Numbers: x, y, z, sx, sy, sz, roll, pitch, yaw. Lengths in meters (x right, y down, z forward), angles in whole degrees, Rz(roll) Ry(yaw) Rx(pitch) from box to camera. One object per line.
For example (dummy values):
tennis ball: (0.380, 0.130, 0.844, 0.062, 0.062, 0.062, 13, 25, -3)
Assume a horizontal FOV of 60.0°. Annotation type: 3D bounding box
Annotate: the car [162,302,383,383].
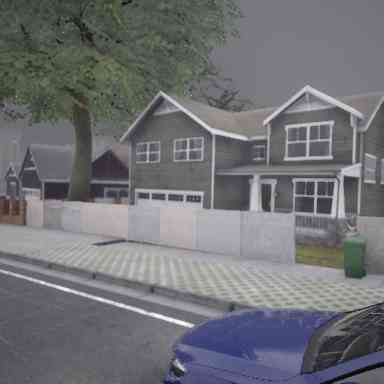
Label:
car: (1.900, 1.526, 2.329, 4.674, 1.442, 1.812, 0, 0, 36)
